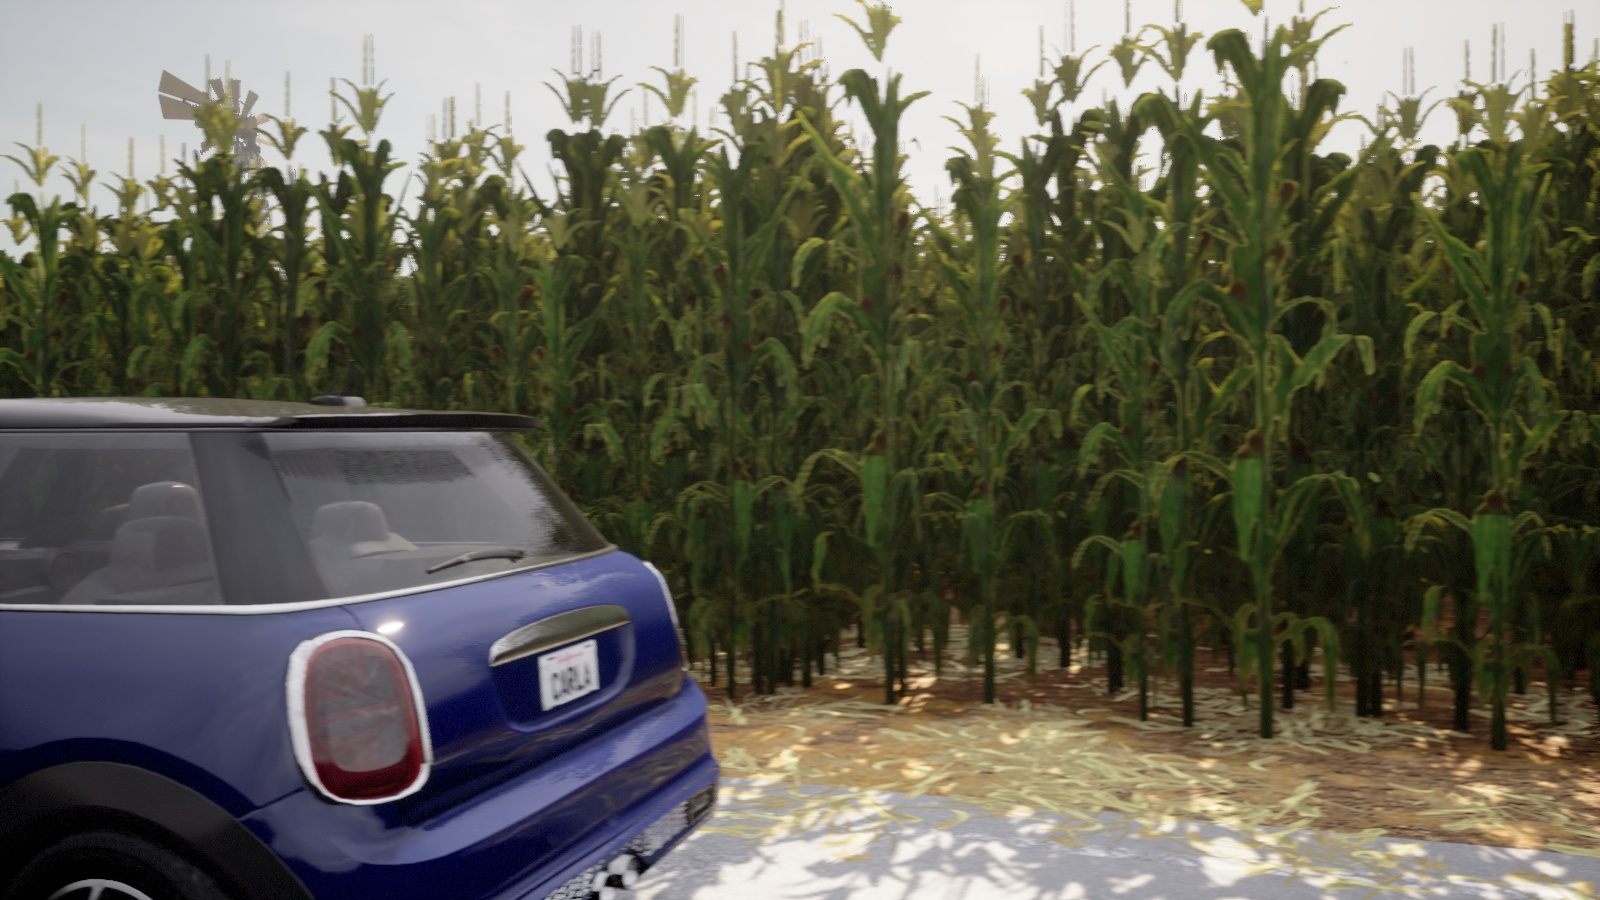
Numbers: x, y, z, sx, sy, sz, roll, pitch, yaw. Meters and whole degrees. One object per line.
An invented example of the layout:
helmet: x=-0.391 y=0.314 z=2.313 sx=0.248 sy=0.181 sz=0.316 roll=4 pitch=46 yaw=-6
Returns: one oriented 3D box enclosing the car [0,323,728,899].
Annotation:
car: x=-2.747 y=0.609 z=4.115 sx=4.553 sy=1.767 sz=2.097 roll=1 pitch=1 yaw=19
